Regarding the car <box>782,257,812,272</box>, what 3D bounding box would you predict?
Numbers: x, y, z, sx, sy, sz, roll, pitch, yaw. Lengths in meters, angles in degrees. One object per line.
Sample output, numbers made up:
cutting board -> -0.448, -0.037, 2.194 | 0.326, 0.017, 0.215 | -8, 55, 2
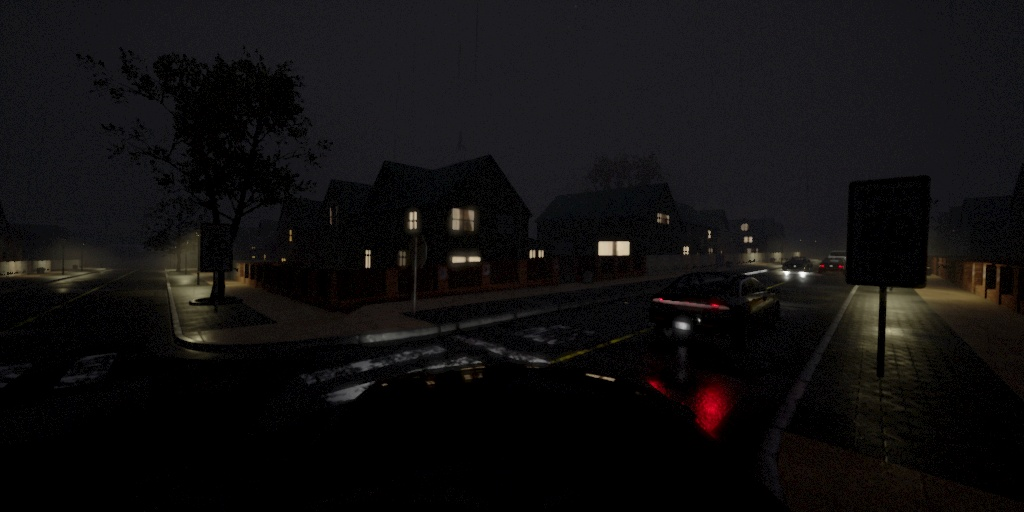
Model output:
car -> 28.260, 0.782, 35.410 | 4.181, 1.385, 1.994 | -1, 2, -45

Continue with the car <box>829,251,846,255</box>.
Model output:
car -> 35.855, 0.428, 38.964 | 5.566, 2.045, 2.150 | -1, 2, -44

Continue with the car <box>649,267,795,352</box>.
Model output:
car -> 5.095, 1.140, 8.759 | 4.902, 1.511, 2.128 | -1, 2, -45

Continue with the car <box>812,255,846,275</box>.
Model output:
car -> 28.349, 0.866, 31.550 | 5.357, 1.411, 2.033 | -1, 2, -44
